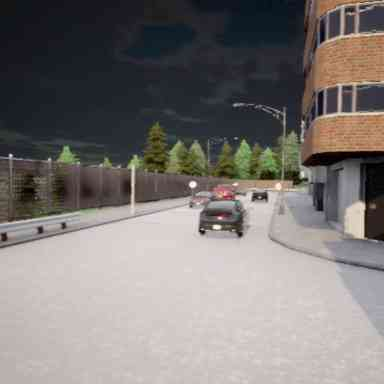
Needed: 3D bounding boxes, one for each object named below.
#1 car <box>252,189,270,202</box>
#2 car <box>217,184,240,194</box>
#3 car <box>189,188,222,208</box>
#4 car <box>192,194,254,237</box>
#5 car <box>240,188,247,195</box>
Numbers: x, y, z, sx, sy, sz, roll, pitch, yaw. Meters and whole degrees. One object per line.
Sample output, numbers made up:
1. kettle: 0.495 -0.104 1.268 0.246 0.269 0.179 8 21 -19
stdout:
1. car: 8.556 0.402 41.377 1.882 1.535 5.008 2 2 15
2. car: 3.997 0.082 40.369 2.150 2.045 5.566 2 2 15
3. car: 1.144 0.648 29.782 1.812 1.442 4.674 2 2 15
4. car: 1.611 1.067 15.320 1.837 1.490 4.892 2 2 15
5. car: 8.061 0.097 55.444 1.994 1.385 4.181 2 2 15
